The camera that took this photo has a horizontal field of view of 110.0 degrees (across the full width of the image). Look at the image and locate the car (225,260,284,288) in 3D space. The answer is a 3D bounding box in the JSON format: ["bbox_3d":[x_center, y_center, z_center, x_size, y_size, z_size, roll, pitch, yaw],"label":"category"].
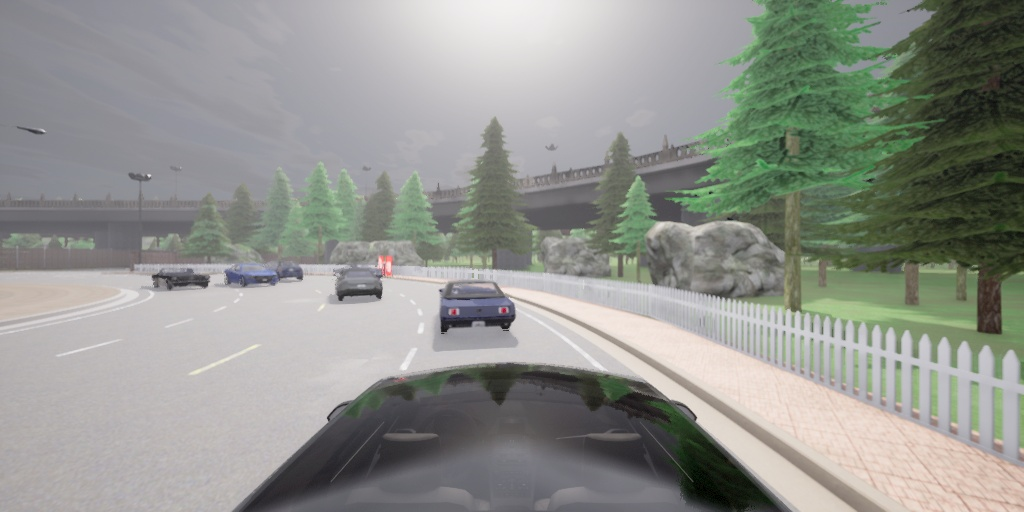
[{"bbox_3d":[-17.806,1.255,24.427,5.008,1.535,1.882,0,-1,37],"label":"car"}]

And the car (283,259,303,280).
[{"bbox_3d":[-19.538,1.137,29.846,4.553,1.767,2.097,0,0,31],"label":"car"}]

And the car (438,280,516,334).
[{"bbox_3d":[-1.260,1.362,10.828,1.895,1.301,4.718,0,0,-12],"label":"car"}]

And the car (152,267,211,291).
[{"bbox_3d":[-20.597,1.376,22.334,4.718,1.301,1.895,0,0,35],"label":"car"}]

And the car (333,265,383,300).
[{"bbox_3d":[-7.761,1.333,18.001,1.994,1.385,4.181,0,0,-28],"label":"car"}]

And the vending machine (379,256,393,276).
[{"bbox_3d":[-12.039,0.984,34.168,0.880,2.100,1.100,0,0,36],"label":"vending machine"}]
